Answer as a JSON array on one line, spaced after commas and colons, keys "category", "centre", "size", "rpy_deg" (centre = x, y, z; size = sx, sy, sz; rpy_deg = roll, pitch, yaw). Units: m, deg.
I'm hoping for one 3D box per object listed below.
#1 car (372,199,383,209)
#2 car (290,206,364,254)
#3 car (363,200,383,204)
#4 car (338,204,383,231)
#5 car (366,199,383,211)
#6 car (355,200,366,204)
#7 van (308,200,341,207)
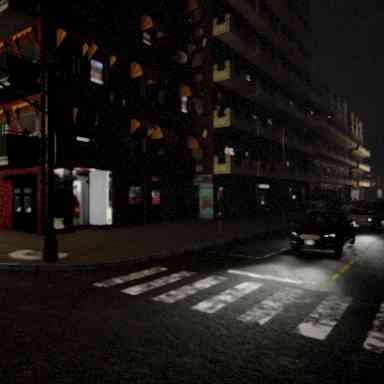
[{"category": "car", "centre": [28.784, 1.835, 50.678], "size": [1.947, 1.339, 4.313], "rpy_deg": [-1, -1, 36]}, {"category": "car", "centre": [5.641, 1.575, 14.080], "size": [2.128, 1.511, 4.902], "rpy_deg": [-1, -1, 35]}, {"category": "car", "centre": [17.115, 1.679, 30.097], "size": [1.812, 1.442, 4.674], "rpy_deg": [-1, -1, 36]}, {"category": "car", "centre": [11.084, 1.716, 21.676], "size": [1.895, 1.301, 4.718], "rpy_deg": [-1, -1, 36]}, {"category": "car", "centre": [25.446, 1.771, 46.008], "size": [1.752, 1.417, 4.829], "rpy_deg": [-1, -1, 36]}, {"category": "car", "centre": [19.066, 1.644, 37.083], "size": [1.967, 1.590, 4.097], "rpy_deg": [-1, -1, 36]}, {"category": "van", "centre": [9.348, 1.483, 23.487], "size": [1.690, 1.788, 3.998], "rpy_deg": [-1, -1, 36]}]
